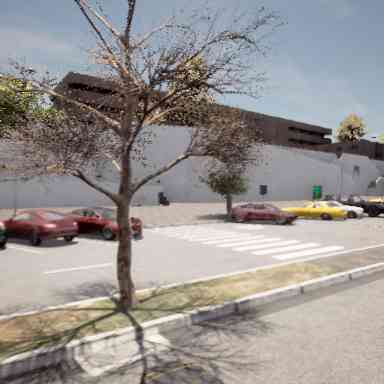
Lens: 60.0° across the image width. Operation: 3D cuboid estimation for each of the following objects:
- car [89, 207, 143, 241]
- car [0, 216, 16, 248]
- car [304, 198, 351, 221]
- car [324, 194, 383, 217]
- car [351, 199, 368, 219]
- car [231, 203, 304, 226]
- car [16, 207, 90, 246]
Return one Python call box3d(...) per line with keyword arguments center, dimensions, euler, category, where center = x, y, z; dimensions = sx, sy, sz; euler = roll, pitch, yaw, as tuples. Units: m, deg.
box3d(center=(-4.631, 1.525, 16.934), dimensions=(4.792, 1.488, 2.163), euler=(-1, -1, 34), category="car")
box3d(center=(-9.509, 1.367, 13.456), dimensions=(4.553, 1.767, 2.185), euler=(-1, -1, 34), category="car")
box3d(center=(9.857, 1.500, 27.499), dimensions=(5.366, 1.575, 1.946), euler=(-1, 0, 35), category="car")
box3d(center=(14.931, 1.240, 30.875), dimensions=(5.566, 2.045, 2.435), euler=(-1, -1, 35), category="car")
box3d(center=(12.457, 1.536, 29.145), dimensions=(4.674, 1.452, 2.002), euler=(-1, -1, 34), category="car")
box3d(center=(5.147, 1.531, 23.901), dimensions=(4.792, 1.488, 2.163), euler=(-1, -1, 34), category="car")
box3d(center=(-7.102, 1.535, 15.200), dimensions=(4.674, 1.452, 2.002), euler=(-1, -1, 35), category="car")
